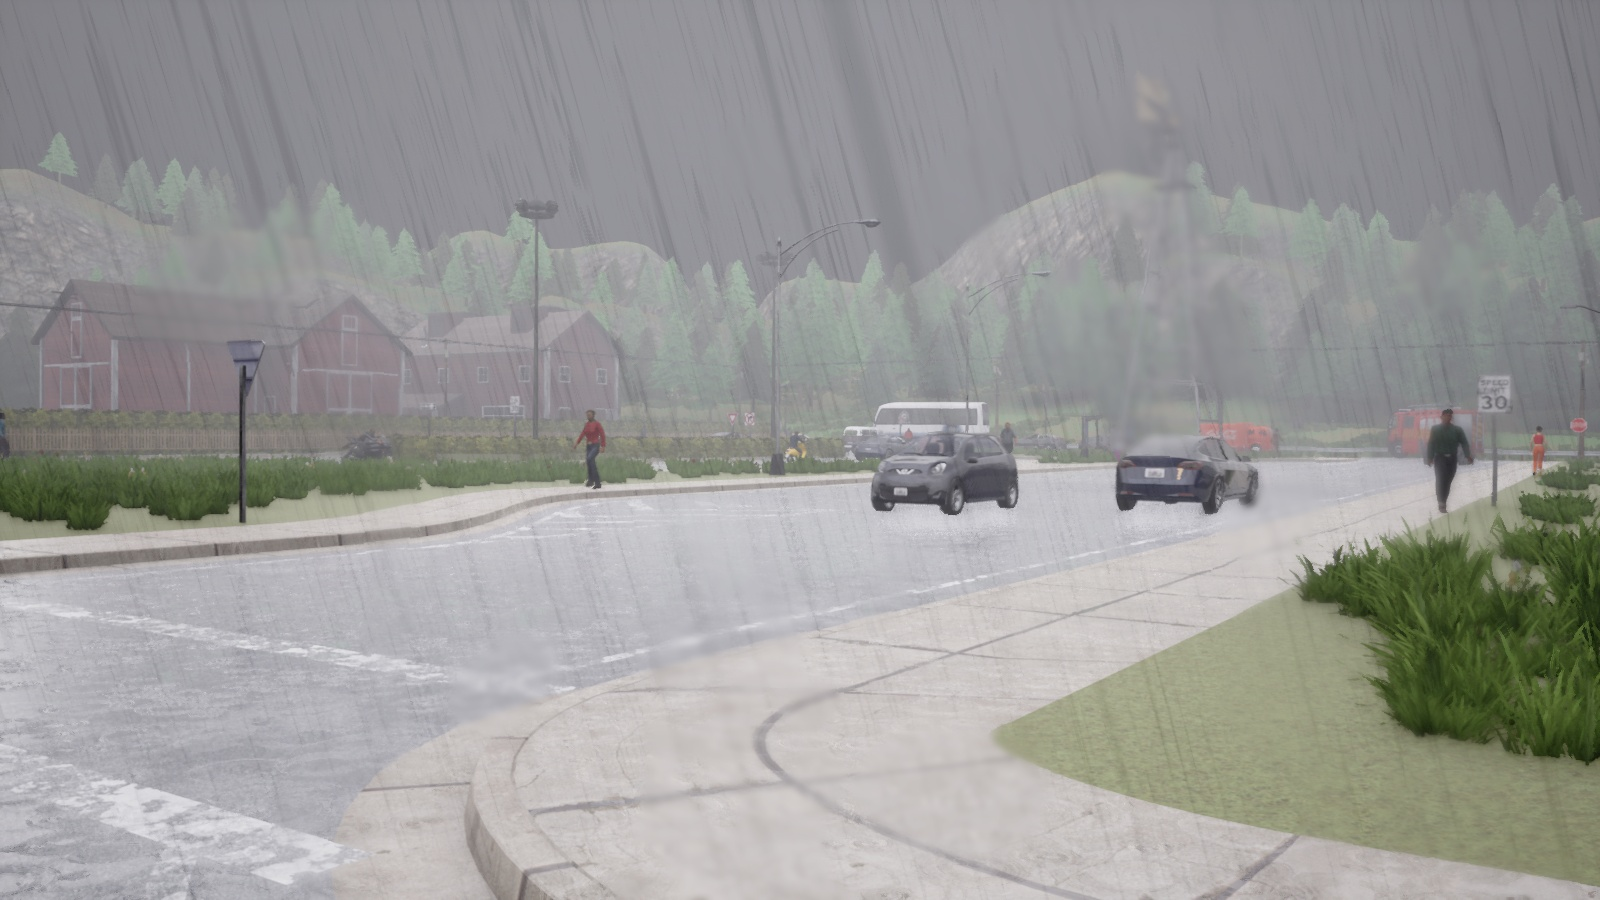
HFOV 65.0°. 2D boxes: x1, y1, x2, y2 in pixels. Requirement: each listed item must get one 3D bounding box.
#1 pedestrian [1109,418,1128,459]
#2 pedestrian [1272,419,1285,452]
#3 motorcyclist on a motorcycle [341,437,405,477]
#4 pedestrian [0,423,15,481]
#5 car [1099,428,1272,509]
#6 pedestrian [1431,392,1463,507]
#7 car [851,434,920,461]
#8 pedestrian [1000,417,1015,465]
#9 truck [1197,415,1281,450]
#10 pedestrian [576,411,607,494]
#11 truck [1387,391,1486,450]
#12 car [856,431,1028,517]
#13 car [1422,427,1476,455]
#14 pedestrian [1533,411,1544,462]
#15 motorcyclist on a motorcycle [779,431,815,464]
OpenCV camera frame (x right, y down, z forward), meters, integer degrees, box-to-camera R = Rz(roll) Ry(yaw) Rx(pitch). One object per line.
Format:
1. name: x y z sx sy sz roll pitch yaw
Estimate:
1. pedestrian: 15.072 -0.552 59.378 0.659 1.952 0.873 0 1 30
2. pedestrian: 28.419 -0.881 74.513 0.692 1.930 0.396 -1 1 -36
3. motorcyclist on a motorcycle: -16.406 0.272 48.271 2.191 1.530 0.866 0 0 16
4. pedestrian: -26.781 0.073 42.047 0.396 1.930 0.692 0 1 33
5. car: 7.981 0.311 25.690 2.163 1.488 4.792 0 1 33
6. pedestrian: 11.166 -0.009 21.680 0.423 1.949 0.788 0 1 23
7. car: 4.710 -0.168 68.447 1.994 1.385 4.181 0 1 33
8. pedestrian: 8.160 -0.354 49.437 0.540 1.848 0.694 0 1 13
9. truck: 31.845 -1.278 91.111 5.204 2.467 2.627 0 1 34
10. pedestrian: -4.668 0.052 28.179 0.331 1.846 0.636 0 1 32
11. truck: 43.432 -1.998 86.036 2.891 3.827 8.468 0 1 3
12. car: 2.789 0.396 24.084 1.845 1.501 3.633 0 1 33
13. car: 35.237 -0.514 68.093 2.163 1.488 4.792 0 1 33
14. pedestrian: 26.917 -0.481 45.754 0.345 1.836 0.594 0 1 31
15. motorcyclist on a motorcycle: -0.150 -0.134 61.027 0.866 1.590 1.817 0 1 33
